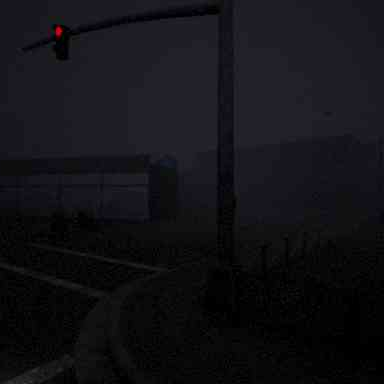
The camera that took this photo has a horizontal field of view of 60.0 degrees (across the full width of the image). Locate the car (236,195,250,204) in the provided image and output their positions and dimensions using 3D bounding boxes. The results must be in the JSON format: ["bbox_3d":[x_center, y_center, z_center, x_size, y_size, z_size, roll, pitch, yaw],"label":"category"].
[{"bbox_3d":[9.054,1.481,61.652,2.242,1.667,4.611,0,0,36],"label":"car"}]
